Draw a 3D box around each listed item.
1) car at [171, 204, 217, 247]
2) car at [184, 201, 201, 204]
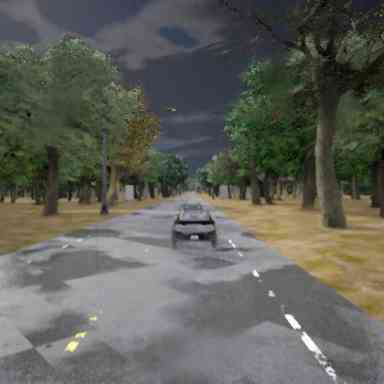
[{"bbox_3d":[0.095,1.502,15.014,2.128,1.511,4.902,0,0,0],"label":"car"},{"bbox_3d":[0.093,1.599,36.618,1.895,1.301,4.718,0,0,0],"label":"car"}]
